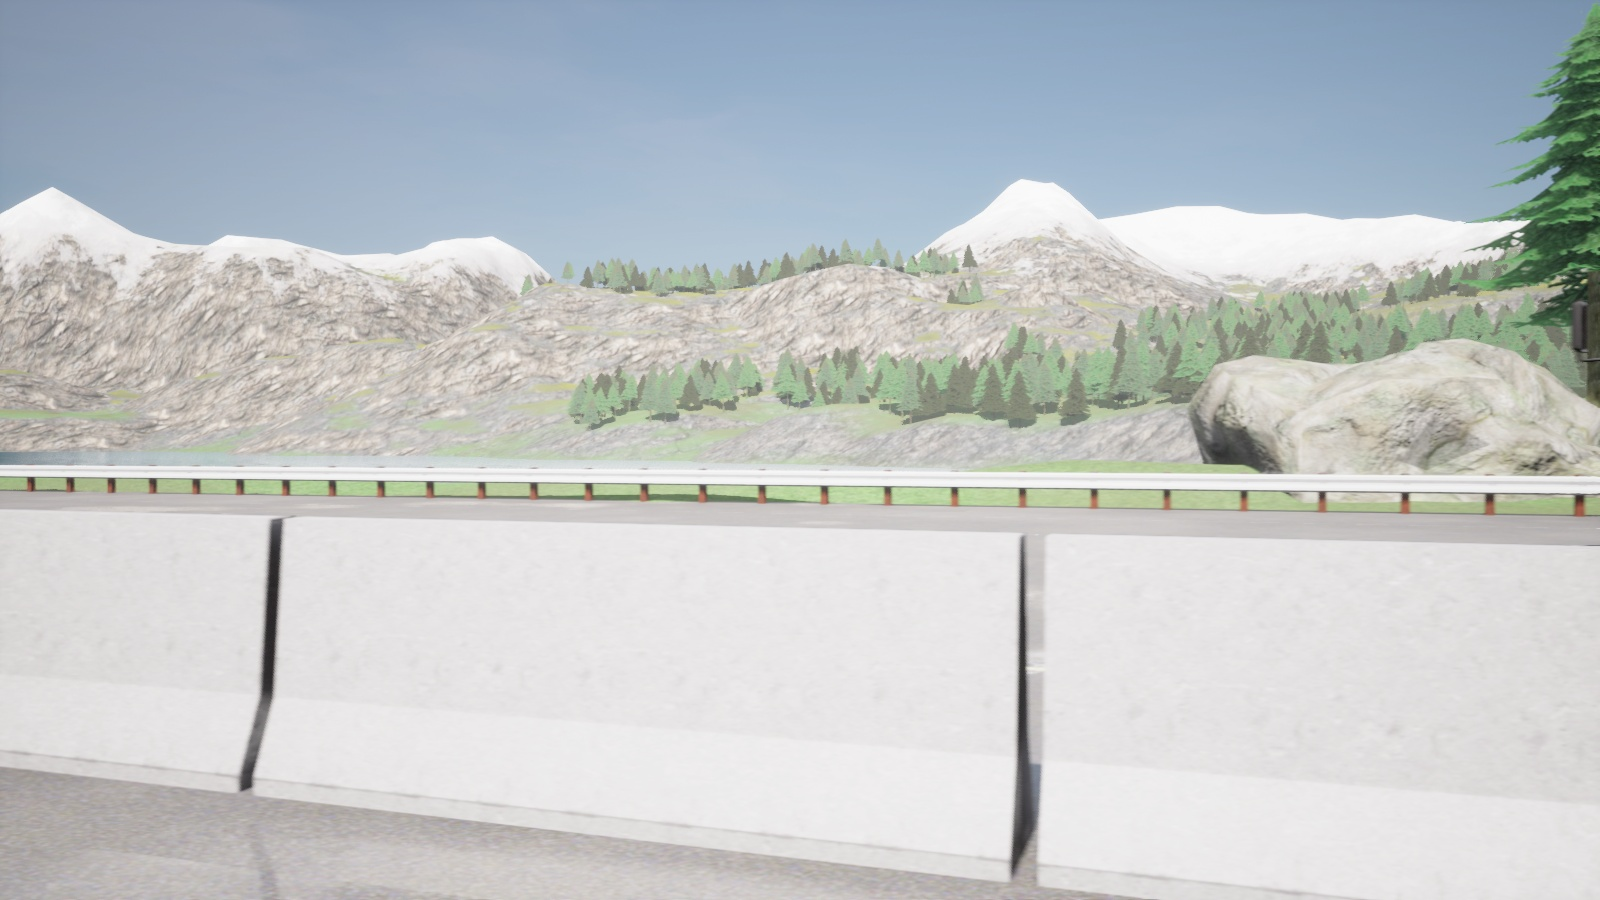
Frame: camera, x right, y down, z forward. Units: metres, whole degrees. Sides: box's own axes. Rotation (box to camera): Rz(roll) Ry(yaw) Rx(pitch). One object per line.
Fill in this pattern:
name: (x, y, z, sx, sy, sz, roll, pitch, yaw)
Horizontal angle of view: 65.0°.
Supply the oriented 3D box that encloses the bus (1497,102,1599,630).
bus: (11.902, -0.669, 10.246, 10.273, 4.253, 3.944, 1, 1, 19)
